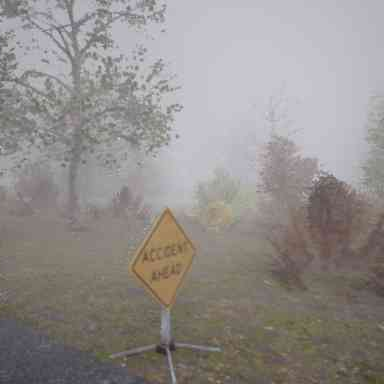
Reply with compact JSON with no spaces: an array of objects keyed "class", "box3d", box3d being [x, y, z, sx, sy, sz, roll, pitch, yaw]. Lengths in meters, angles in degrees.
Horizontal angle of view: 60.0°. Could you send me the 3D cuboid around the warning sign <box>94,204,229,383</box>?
[{"class":"warning sign","box3d":[-0.338,1.111,4.169,1.060,1.860,1.300,-1,0,36]}]
